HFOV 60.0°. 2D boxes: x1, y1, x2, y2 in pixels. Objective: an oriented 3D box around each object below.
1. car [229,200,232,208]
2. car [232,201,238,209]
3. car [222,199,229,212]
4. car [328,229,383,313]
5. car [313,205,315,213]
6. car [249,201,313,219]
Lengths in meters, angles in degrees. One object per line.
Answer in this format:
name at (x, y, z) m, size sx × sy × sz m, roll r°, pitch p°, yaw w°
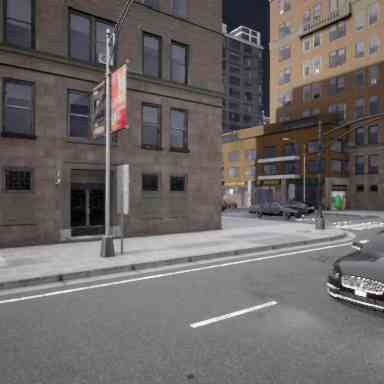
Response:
car at (2.286, 1.494, 41.569) m, size 2.128 × 1.511 × 4.902 m, roll 0°, pitch 0°, yaw -35°
car at (4.182, 1.594, 43.298) m, size 1.802 × 1.307 × 4.206 m, roll 0°, pitch 0°, yaw -35°
car at (1.645, 1.592, 37.379) m, size 1.895 × 1.301 × 4.718 m, roll 0°, pitch 0°, yaw -35°
car at (4.903, 1.505, 7.189) m, size 4.892 × 1.490 × 1.837 m, roll 0°, pitch 0°, yaw -36°
car at (10.545, 1.580, 34.298) m, size 1.947 × 1.339 × 4.313 m, roll 0°, pitch 0°, yaw -35°
car at (7.428, 1.541, 29.170) m, size 2.033 × 1.411 × 5.357 m, roll 0°, pitch 0°, yaw -37°
